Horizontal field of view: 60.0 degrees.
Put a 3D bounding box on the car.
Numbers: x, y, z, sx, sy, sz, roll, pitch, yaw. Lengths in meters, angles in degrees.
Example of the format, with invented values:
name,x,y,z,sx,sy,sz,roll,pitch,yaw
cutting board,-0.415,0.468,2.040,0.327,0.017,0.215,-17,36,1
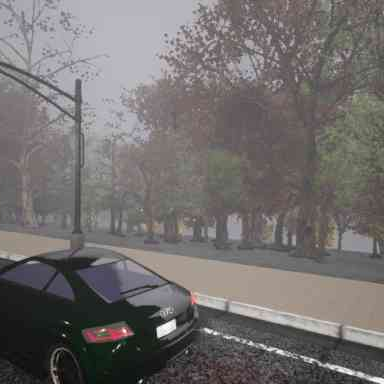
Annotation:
name,x,y,z,sx,sy,sz,roll,pitch,yaw
car,-1.926,1.563,5.061,4.181,1.385,1.994,0,0,36
